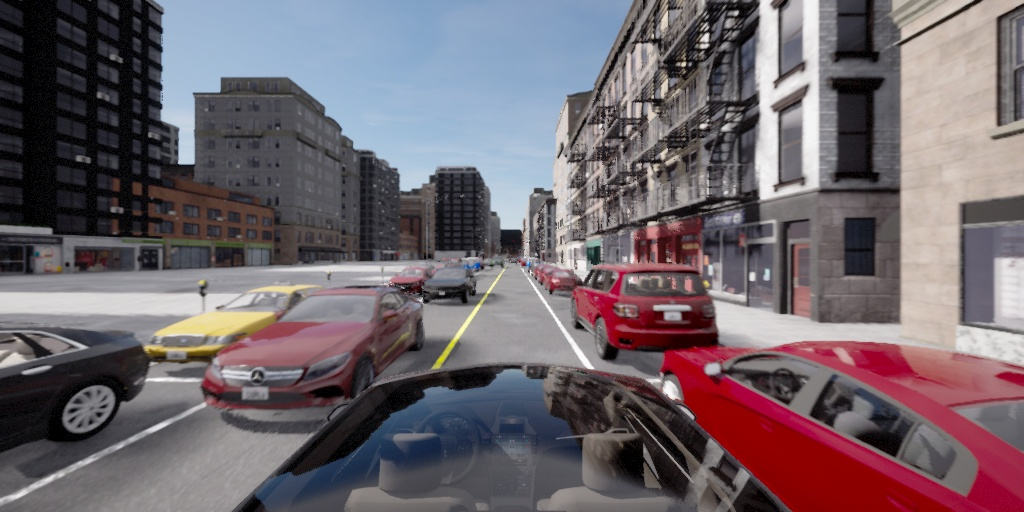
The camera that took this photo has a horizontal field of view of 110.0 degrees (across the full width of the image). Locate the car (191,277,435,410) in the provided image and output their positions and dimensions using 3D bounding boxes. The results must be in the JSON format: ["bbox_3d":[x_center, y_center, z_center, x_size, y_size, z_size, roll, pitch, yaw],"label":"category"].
[{"bbox_3d":[-2.838,1.275,6.310,1.812,1.442,4.674,0,0,0],"label":"car"}]

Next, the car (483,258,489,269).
[{"bbox_3d":[-5.186,1.105,53.770,2.192,1.841,5.009,0,0,0],"label":"car"}]

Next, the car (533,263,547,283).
[{"bbox_3d":[2.725,1.357,25.338,1.802,1.307,4.207,0,0,0],"label":"car"}]

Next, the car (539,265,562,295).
[{"bbox_3d":[2.702,1.352,19.658,1.802,1.307,4.207,0,0,0],"label":"car"}]

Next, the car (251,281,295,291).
[{"bbox_3d":[-5.369,1.273,8.160,1.751,1.417,4.829,0,0,0],"label":"car"}]

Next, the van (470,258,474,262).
[{"bbox_3d":[-5.254,1.114,36.730,1.690,1.789,3.998,0,0,0],"label":"van"}]

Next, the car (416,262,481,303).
[{"bbox_3d":[-2.786,1.236,16.888,1.882,1.535,5.008,0,0,0],"label":"car"}]

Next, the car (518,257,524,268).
[{"bbox_3d":[2.470,1.288,61.858,1.882,1.535,5.008,0,0,0],"label":"car"}]

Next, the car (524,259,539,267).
[{"bbox_3d":[2.793,1.358,42.378,1.948,1.339,4.313,0,0,0],"label":"car"}]

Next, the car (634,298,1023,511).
[{"bbox_3d":[2.634,1.300,2.618,1.888,1.381,4.507,0,0,0],"label":"car"}]

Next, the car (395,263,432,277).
[{"bbox_3d":[-5.323,1.302,19.690,1.888,1.381,4.507,0,0,0],"label":"car"}]

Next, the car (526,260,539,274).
[{"bbox_3d":[2.771,1.337,36.697,2.007,1.370,4.403,0,0,0],"label":"car"}]

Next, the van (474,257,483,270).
[{"bbox_3d":[-5.209,1.126,48.090,1.690,1.789,3.998,0,0,0],"label":"van"}]

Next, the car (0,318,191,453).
[{"bbox_3d":[-5.391,1.293,2.651,2.007,1.370,4.403,0,0,0],"label":"car"}]

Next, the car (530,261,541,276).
[{"bbox_3d":[2.748,1.363,31.017,1.802,1.307,4.207,0,0,0],"label":"car"}]

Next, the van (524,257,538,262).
[{"bbox_3d":[2.816,1.138,48.057,1.690,1.789,3.998,0,0,0],"label":"van"}]

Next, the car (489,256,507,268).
[{"bbox_3d":[-2.554,1.025,61.562,2.150,2.045,5.566,0,0,1],"label":"car"}]

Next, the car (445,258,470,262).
[{"bbox_3d":[-5.277,1.083,31.050,2.192,1.841,5.009,0,0,0],"label":"car"}]

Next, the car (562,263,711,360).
[{"bbox_3d":[2.657,1.075,8.298,2.192,1.841,5.009,0,0,0],"label":"car"}]

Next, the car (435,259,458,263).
[{"bbox_3d":[-5.300,1.202,25.370,1.967,1.591,4.097,0,0,0],"label":"car"}]
